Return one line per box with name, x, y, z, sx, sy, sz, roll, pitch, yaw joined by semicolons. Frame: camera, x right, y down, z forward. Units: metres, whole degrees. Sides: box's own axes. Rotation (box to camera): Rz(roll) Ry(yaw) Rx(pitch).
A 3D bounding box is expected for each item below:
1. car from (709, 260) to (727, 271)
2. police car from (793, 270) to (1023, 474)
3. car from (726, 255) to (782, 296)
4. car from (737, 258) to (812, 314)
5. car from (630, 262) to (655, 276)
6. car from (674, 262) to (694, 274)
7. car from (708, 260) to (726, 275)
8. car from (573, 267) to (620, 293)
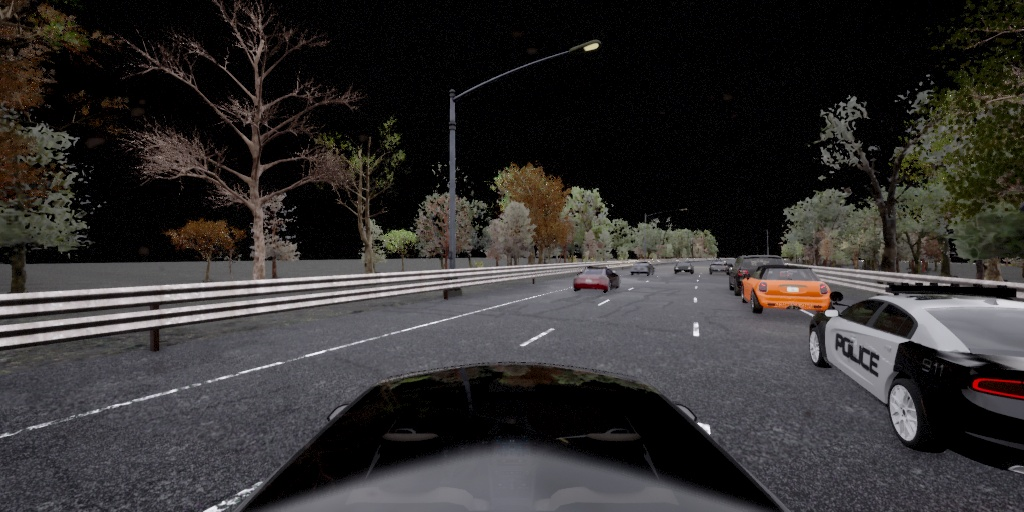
car;29.222;1.334;50.852;2.033;1.411;5.357;0;0;30
police car;5.637;1.175;4.743;1.930;1.638;5.238;0;0;26
car;12.761;0.978;18.755;2.150;2.045;5.566;0;0;28
car;10.015;1.102;13.438;2.097;1.767;4.553;0;0;27
car;13.564;1.311;37.073;2.033;1.411;5.357;0;0;29
car;19.549;1.370;40.653;1.895;1.301;4.718;0;0;29
car;22.677;1.262;39.234;2.128;1.511;4.902;0;0;30
car;5.077;1.317;21.162;1.994;1.385;4.181;0;0;27
